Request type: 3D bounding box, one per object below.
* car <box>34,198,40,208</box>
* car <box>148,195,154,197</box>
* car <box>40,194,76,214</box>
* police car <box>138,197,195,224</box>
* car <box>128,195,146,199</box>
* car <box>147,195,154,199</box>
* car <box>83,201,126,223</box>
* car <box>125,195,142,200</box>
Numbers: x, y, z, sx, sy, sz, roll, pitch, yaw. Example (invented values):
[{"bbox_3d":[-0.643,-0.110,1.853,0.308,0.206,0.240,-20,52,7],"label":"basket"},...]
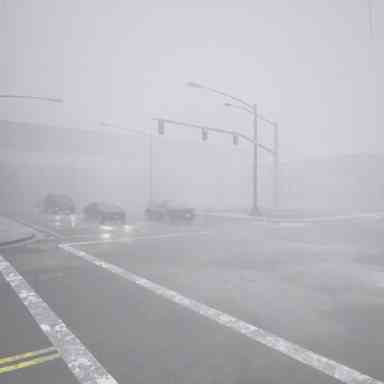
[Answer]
[{"bbox_3d":[-21.283,1.575,47.696,2.033,1.411,5.357,0,0,-16],"label":"car"},{"bbox_3d":[-11.625,1.557,93.041,2.038,1.542,4.974,0,0,-5],"label":"car"},{"bbox_3d":[-14.411,1.248,36.102,2.150,2.045,5.566,0,0,-37],"label":"car"},{"bbox_3d":[-1.829,1.459,25.146,1.930,1.638,5.238,0,0,-36],"label":"police car"},{"bbox_3d":[-15.403,1.392,93.006,4.536,1.218,1.853,0,0,25],"label":"car"},{"bbox_3d":[-11.630,1.399,93.093,1.853,1.218,4.536,0,0,-5],"label":"car"},{"bbox_3d":[-6.886,1.503,25.943,1.882,1.535,5.008,0,0,-37],"label":"car"},{"bbox_3d":[-15.356,1.550,92.984,4.974,1.542,2.038,0,0,25],"label":"car"}]
